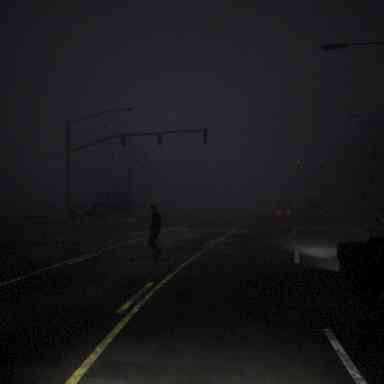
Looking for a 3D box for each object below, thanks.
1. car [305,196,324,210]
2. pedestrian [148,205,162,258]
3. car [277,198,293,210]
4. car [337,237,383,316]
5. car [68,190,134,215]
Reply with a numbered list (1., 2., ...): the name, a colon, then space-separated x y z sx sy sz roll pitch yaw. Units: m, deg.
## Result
1. car: 15.191 1.303 41.406 2.097 1.767 4.553 0 0 18
2. pedestrian: -1.262 1.294 11.329 0.375 1.860 0.375 0 0 15
3. car: 11.802 1.442 42.276 2.128 1.511 4.902 0 0 18
4. car: 4.534 1.601 7.031 1.895 1.301 4.718 0 0 10
5. car: -5.886 0.840 22.427 2.150 2.045 5.566 0 0 17
